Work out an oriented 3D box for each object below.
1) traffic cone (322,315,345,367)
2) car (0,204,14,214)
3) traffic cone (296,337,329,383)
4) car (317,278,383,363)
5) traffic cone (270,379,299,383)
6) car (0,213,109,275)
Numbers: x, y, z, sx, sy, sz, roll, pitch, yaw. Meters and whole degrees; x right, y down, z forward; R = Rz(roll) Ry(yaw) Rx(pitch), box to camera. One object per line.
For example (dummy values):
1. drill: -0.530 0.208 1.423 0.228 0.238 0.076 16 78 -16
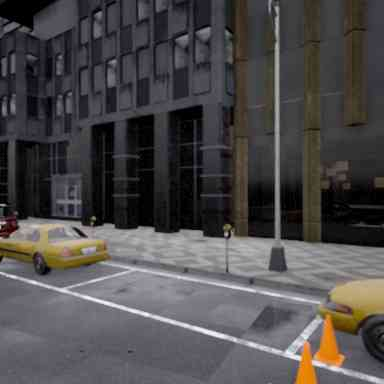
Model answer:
1. traffic cone: 1.846 1.959 4.499 0.340 0.580 0.340 0 0 36
2. car: -8.987 1.376 13.503 5.009 1.841 2.192 0 0 36
3. traffic cone: 1.265 1.959 3.685 0.340 0.580 0.340 0 0 36
4. car: 4.153 1.521 4.126 4.829 1.417 1.752 0 0 36
5. traffic cone: 0.684 1.959 2.872 0.340 0.580 0.340 0 0 36
6. car: -4.699 1.565 10.443 4.829 1.417 1.752 0 0 36
